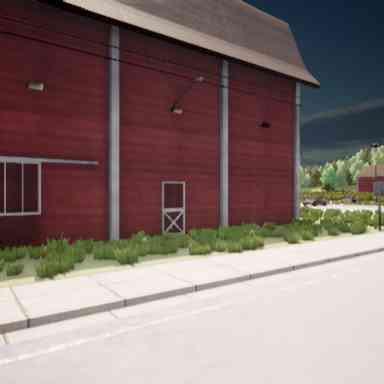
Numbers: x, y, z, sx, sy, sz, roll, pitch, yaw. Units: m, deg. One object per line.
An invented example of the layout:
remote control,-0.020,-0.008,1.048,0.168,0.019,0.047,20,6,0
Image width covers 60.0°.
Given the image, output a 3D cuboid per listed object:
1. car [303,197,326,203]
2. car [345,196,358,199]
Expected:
car,18.813,1.453,51.007,4.193,1.474,1.816,0,0,-36
car,28.493,1.471,59.565,3.905,1.438,1.784,0,0,-36
